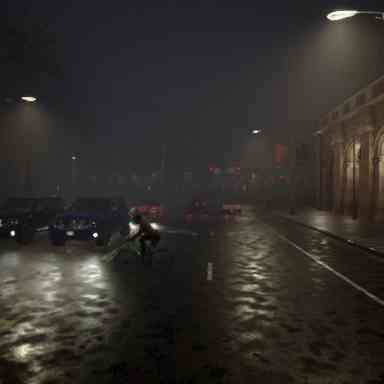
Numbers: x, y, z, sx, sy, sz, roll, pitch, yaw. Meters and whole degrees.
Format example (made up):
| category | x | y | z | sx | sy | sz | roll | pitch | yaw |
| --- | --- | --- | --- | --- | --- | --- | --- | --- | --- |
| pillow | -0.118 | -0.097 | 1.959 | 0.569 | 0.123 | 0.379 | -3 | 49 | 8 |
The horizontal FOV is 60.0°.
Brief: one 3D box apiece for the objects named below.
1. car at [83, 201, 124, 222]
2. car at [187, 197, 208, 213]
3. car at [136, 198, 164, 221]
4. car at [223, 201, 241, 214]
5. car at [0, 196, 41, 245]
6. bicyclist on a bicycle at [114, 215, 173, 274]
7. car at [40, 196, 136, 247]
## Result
| category | x | y | z | sx | sy | sz | roll | pitch | yaw |
| --- | --- | --- | --- | --- | --- | --- | --- | --- | --- |
| car | -7.037 | 1.527 | 27.094 | 1.812 | 1.442 | 4.674 | 0 | 0 | 4 |
| car | 0.692 | 1.352 | 36.373 | 2.097 | 1.767 | 4.553 | 0 | 0 | 4 |
| car | -3.543 | 1.351 | 26.879 | 2.097 | 1.767 | 4.553 | 0 | 0 | 4 |
| car | 4.261 | 1.601 | 36.019 | 1.895 | 1.301 | 4.718 | 0 | 0 | 5 |
| car | -7.914 | 1.222 | 15.926 | 2.150 | 2.045 | 5.566 | 0 | 0 | 4 |
| bicyclist on a bicycle | -1.334 | 1.453 | 9.157 | 1.656 | 1.620 | 0.582 | -1 | 0 | 3 |
| car | -4.441 | 1.222 | 15.406 | 2.150 | 2.045 | 5.566 | 0 | 0 | 4 |
